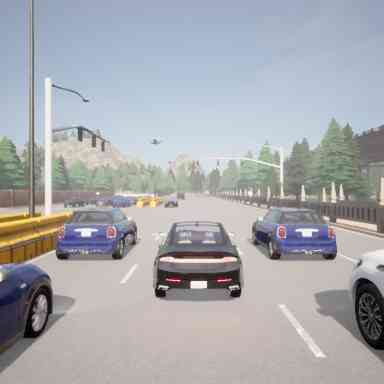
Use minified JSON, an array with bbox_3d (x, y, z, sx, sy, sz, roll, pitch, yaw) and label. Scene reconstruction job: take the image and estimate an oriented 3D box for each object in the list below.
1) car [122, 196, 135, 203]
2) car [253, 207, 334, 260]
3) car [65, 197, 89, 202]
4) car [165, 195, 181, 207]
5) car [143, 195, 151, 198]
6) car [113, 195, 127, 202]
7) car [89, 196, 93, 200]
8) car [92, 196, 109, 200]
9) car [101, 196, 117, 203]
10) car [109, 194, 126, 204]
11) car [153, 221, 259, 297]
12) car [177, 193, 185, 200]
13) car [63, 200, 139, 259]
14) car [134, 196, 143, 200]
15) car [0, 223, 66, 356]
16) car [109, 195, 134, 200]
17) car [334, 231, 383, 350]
[{"bbox_3d":[-13.715,1.553,72.146,1.994,1.385,4.181,0,0,0],"label":"car"},{"bbox_3d":[3.647,1.352,12.653,2.097,1.767,4.553,0,0,0],"label":"car"},{"bbox_3d":[-17.411,1.505,49.395,1.837,1.490,4.892,0,0,1],"label":"car"},{"bbox_3d":[-3.102,1.601,51.507,1.895,1.301,4.718,0,0,-1],"label":"car"},{"bbox_3d":[-10.241,1.491,67.696,2.128,1.511,4.902,0,0,0],"label":"car"},{"bbox_3d":[-17.185,1.540,79.726,2.033,1.411,5.357,0,0,0],"label":"car"},{"bbox_3d":[-17.337,1.505,58.809,1.837,1.490,4.892,0,0,1],"label":"car"},{"bbox_3d":[-13.864,1.526,52.983,1.812,1.442,4.674,0,0,1],"label":"car"},{"bbox_3d":[-17.227,1.525,69.235,2.128,1.511,4.902,0,0,0],"label":"car"},{"bbox_3d":[-13.807,1.352,62.126,2.097,1.767,4.553,0,0,1],"label":"car"},{"bbox_3d":[0.132,1.492,8.540,2.128,1.511,4.902,0,0,0],"label":"car"},{"bbox_3d":[-3.134,1.225,92.572,2.150,2.045,5.566,0,0,0],"label":"car"},{"bbox_3d":[-3.401,1.352,12.675,2.097,1.767,4.553,0,0,-1],"label":"car"},{"bbox_3d":[-10.348,1.526,58.334,1.812,1.442,4.674,0,0,1],"label":"car"},{"bbox_3d":[-3.383,1.352,3.759,2.097,1.767,4.553,0,0,0],"label":"car"},{"bbox_3d":[-10.393,1.478,49.267,1.882,1.535,5.008,0,0,0],"label":"car"},{"bbox_3d":[3.615,1.221,3.068,2.150,2.045,5.566,0,0,0],"label":"car"}]
